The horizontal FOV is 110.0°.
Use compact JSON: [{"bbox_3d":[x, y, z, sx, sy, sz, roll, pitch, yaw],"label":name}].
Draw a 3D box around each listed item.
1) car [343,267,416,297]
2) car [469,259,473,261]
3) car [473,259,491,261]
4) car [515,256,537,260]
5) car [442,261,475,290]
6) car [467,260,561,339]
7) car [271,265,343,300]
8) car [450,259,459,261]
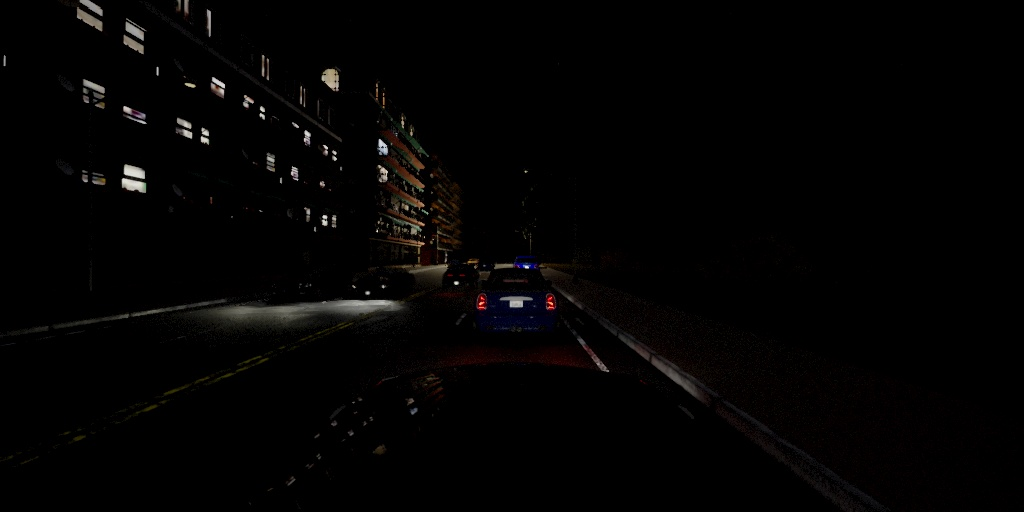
[{"bbox_3d":[-6.596,1.303,19.049,2.033,1.411,5.357,0,0,0],"label":"car"},{"bbox_3d":[-6.554,1.241,61.555,1.882,1.535,5.008,0,0,0],"label":"car"},{"bbox_3d":[-3.137,1.115,42.917,2.097,1.767,4.553,0,0,0],"label":"car"},{"bbox_3d":[1.146,0.984,30.172,2.150,2.045,5.566,0,0,0],"label":"car"},{"bbox_3d":[-3.145,1.263,22.687,1.837,1.490,4.892,0,0,0],"label":"car"},{"bbox_3d":[0.101,1.105,10.219,2.097,1.767,4.553,0,0,0],"label":"car"},{"bbox_3d":[-9.845,1.233,18.055,1.882,1.535,5.008,0,0,0],"label":"car"},{"bbox_3d":[-9.806,1.288,61.133,1.812,1.442,4.674,0,0,0],"label":"car"}]
